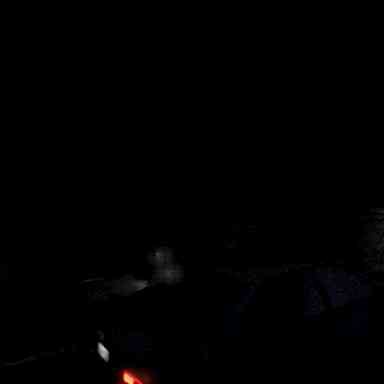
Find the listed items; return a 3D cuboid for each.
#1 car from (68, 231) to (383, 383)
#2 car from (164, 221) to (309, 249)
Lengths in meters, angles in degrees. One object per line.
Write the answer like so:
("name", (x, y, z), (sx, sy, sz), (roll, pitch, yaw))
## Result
("car", (1.223, 1.546, 4.558), (5.357, 1.411, 2.033), (0, 0, -35))
("car", (1.652, 1.542, 9.346), (5.357, 1.411, 2.033), (0, 0, -34))
